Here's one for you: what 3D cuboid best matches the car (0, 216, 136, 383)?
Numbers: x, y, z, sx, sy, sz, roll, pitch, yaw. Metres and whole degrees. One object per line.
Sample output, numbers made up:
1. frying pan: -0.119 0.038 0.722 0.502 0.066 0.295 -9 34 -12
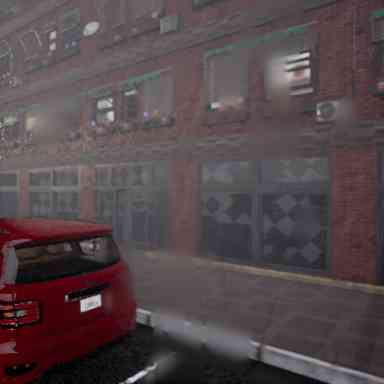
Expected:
1. car: -3.059 1.300 5.056 5.009 1.841 2.192 0 0 36
